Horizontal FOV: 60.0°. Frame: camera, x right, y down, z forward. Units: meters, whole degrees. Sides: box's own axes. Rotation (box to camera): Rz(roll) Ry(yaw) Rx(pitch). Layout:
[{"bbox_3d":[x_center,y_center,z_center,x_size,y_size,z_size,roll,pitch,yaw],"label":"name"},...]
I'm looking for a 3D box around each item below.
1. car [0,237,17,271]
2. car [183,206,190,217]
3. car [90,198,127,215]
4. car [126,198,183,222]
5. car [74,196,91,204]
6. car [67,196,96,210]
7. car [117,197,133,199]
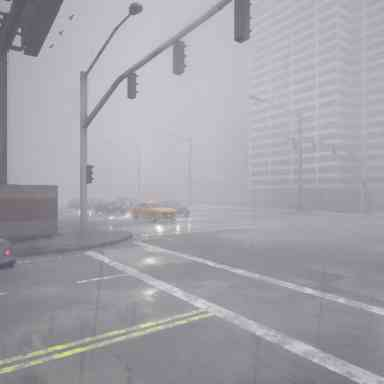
[{"bbox_3d":[-7.045,1.547,7.564,5.357,1.411,2.033,0,0,-36],"label":"car"},{"bbox_3d":[-2.048,1.526,31.124,1.812,1.442,4.674,0,0,-35],"label":"car"},{"bbox_3d":[-8.488,1.601,34.177,1.895,1.301,4.718,0,0,-35],"label":"car"},{"bbox_3d":[-3.105,1.478,26.550,1.882,1.535,5.008,0,0,-35],"label":"car"},{"bbox_3d":[-21.519,1.526,65.122,1.812,1.442,4.674,0,0,-35],"label":"car"},{"bbox_3d":[-14.509,1.547,42.720,2.033,1.411,5.357,0,0,-35],"label":"car"},{"bbox_3d":[-7.596,1.352,38.992,2.097,1.767,4.553,0,0,-35],"label":"car"}]
